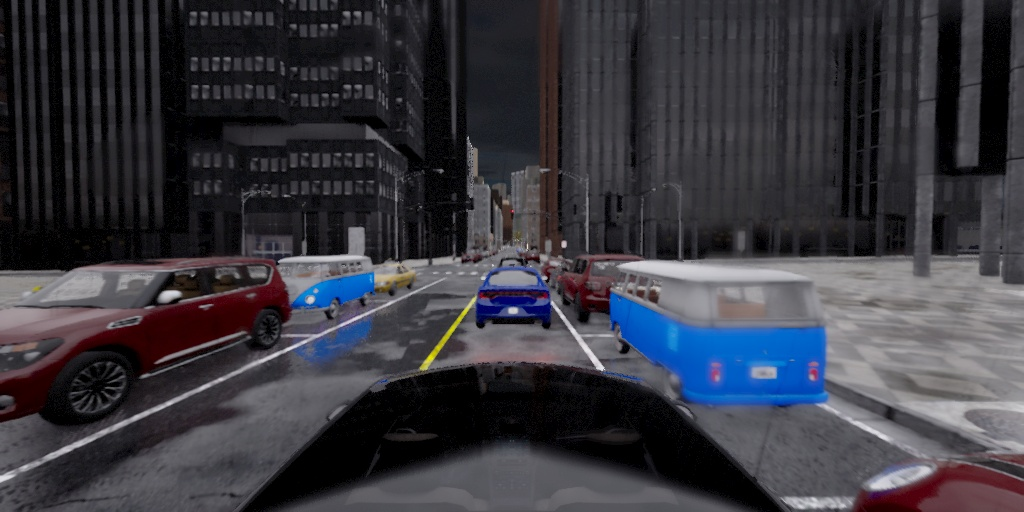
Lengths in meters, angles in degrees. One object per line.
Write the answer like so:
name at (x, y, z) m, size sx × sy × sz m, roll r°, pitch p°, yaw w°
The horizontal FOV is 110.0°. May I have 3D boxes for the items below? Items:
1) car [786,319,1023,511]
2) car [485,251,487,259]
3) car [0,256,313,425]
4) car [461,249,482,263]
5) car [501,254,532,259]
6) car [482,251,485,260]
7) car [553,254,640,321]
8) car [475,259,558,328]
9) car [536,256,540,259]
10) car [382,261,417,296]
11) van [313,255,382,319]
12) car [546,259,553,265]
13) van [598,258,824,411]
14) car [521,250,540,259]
car at (2.768, 1.221, 0.268) m, size 1.967 × 1.591 × 4.097 m, roll 0°, pitch 0°, yaw 0°
car at (-5.760, 0.045, 60.692) m, size 1.948 × 1.339 × 4.313 m, roll 0°, pitch 0°, yaw 0°
car at (-5.765, 0.975, 5.805) m, size 2.192 × 1.841 × 5.009 m, roll 0°, pitch 0°, yaw 0°
car at (-5.760, 0.031, 49.408) m, size 2.192 × 1.841 × 5.009 m, roll 0°, pitch 0°, yaw 0°
car at (0.001, 0.831, 20.956) m, size 1.837 × 1.490 × 4.892 m, roll 0°, pitch 1°, yaw 0°
car at (-5.760, -0.088, 55.050) m, size 2.192 × 1.841 × 5.009 m, roll 0°, pitch 0°, yaw 0°
car at (2.766, 0.851, 11.316) m, size 2.192 × 1.841 × 5.009 m, roll 0°, pitch 0°, yaw 0°
car at (0.059, 1.031, 10.588) m, size 1.882 × 1.535 × 5.008 m, roll 0°, pitch 1°, yaw 1°
car at (2.764, 0.840, 22.364) m, size 1.888 × 1.381 × 4.507 m, roll 0°, pitch 0°, yaw 0°
car at (-5.763, 0.942, 16.682) m, size 1.751 × 1.417 × 4.829 m, roll 0°, pitch 0°, yaw 0°
van at (-5.764, 0.879, 11.329) m, size 1.690 × 1.789 × 3.998 m, roll 0°, pitch 0°, yaw 0°
car at (2.765, 0.966, 16.840) m, size 2.007 × 1.370 × 4.403 m, roll 0°, pitch 0°, yaw 0°
van at (2.767, 1.000, 5.791) m, size 1.690 × 1.789 × 3.998 m, roll 0°, pitch 0°, yaw 0°
car at (2.765, 0.029, 49.398) m, size 2.192 × 1.841 × 5.009 m, roll 0°, pitch 0°, yaw 0°
